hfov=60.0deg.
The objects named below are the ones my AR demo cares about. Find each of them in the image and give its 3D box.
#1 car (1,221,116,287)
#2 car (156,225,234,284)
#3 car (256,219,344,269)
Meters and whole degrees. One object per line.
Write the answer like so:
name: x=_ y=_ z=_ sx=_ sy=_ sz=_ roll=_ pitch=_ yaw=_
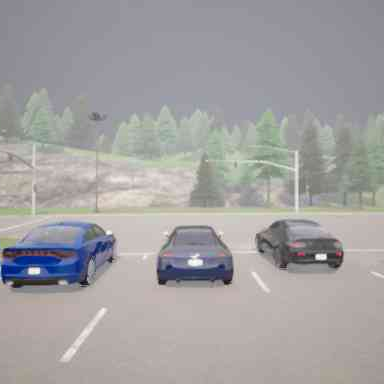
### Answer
car: x=-3.508 y=1.578 z=9.694 sx=1.882 sy=1.535 sz=5.008 roll=0 pitch=0 yaw=-2
car: x=0.053 y=1.669 z=9.936 sx=1.994 sy=1.385 sz=4.181 roll=0 pitch=-1 yaw=-1
car: x=3.509 y=1.647 z=11.461 sx=1.812 sy=1.442 sz=4.674 roll=0 pitch=-1 yaw=-1
